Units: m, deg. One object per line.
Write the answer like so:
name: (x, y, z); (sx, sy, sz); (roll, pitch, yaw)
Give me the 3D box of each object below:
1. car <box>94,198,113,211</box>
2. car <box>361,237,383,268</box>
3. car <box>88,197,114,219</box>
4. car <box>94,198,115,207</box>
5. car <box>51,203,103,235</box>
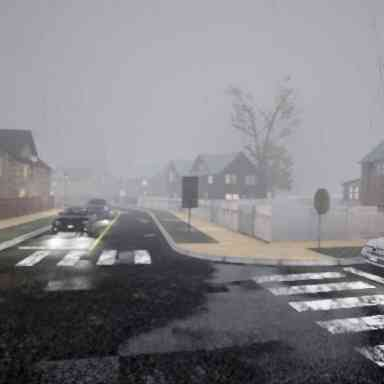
car: (-11.171, 1.574, 41.704); (1.812, 1.442, 4.674); (1, -1, -21)
car: (7.121, 1.498, 9.146); (4.674, 1.442, 1.812); (0, 0, -8)
car: (-8.180, 1.344, 28.884); (2.097, 1.767, 4.553); (1, 0, -11)
car: (-14.124, 1.672, 53.669); (1.812, 1.442, 4.674); (2, -1, -35)
car: (-6.345, 1.534, 18.430); (1.994, 1.385, 4.181); (1, 0, -10)
